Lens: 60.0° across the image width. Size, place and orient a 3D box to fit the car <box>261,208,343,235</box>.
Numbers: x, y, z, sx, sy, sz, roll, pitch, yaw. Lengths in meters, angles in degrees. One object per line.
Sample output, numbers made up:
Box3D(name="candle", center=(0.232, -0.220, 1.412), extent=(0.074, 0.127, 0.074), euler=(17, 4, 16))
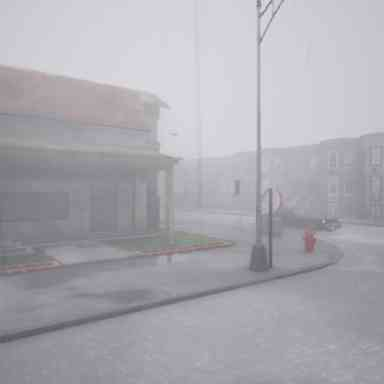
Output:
Box3D(name="car", center=(6.096, 1.600, 19.233), extent=(1.895, 1.301, 4.718), euler=(0, 0, -36))

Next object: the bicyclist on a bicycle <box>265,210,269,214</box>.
Box3D(name="bicyclist on a bicycle", center=(7.499, 1.347, 31.720), extent=(1.656, 1.620, 0.582), euler=(0, 0, -36))
